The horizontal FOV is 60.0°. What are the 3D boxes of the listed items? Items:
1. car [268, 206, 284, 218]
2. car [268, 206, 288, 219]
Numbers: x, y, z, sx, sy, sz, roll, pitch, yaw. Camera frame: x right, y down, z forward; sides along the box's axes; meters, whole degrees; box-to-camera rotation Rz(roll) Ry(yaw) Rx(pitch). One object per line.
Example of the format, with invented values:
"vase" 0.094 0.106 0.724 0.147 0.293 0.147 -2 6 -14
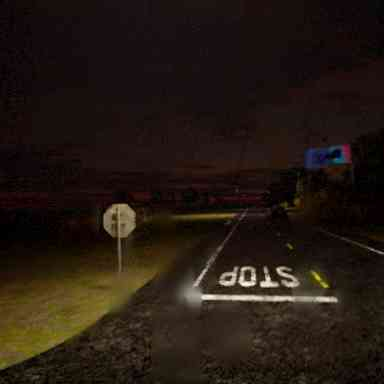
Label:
"car" 13.219 3.083 52.855 2.097 1.767 4.553 -2 -2 10
"car" 12.147 2.867 46.624 2.097 1.767 4.553 -2 -2 10
